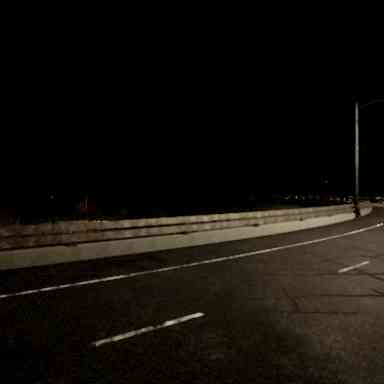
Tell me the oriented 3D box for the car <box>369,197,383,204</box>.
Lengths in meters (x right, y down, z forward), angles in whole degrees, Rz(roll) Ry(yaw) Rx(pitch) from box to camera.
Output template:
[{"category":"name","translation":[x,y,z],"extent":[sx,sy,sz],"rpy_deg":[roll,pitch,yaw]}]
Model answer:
[{"category":"car","translation":[38.004,1.721,68.942],"extent":[2.128,1.511,4.902],"rpy_deg":[0,0,10]}]
